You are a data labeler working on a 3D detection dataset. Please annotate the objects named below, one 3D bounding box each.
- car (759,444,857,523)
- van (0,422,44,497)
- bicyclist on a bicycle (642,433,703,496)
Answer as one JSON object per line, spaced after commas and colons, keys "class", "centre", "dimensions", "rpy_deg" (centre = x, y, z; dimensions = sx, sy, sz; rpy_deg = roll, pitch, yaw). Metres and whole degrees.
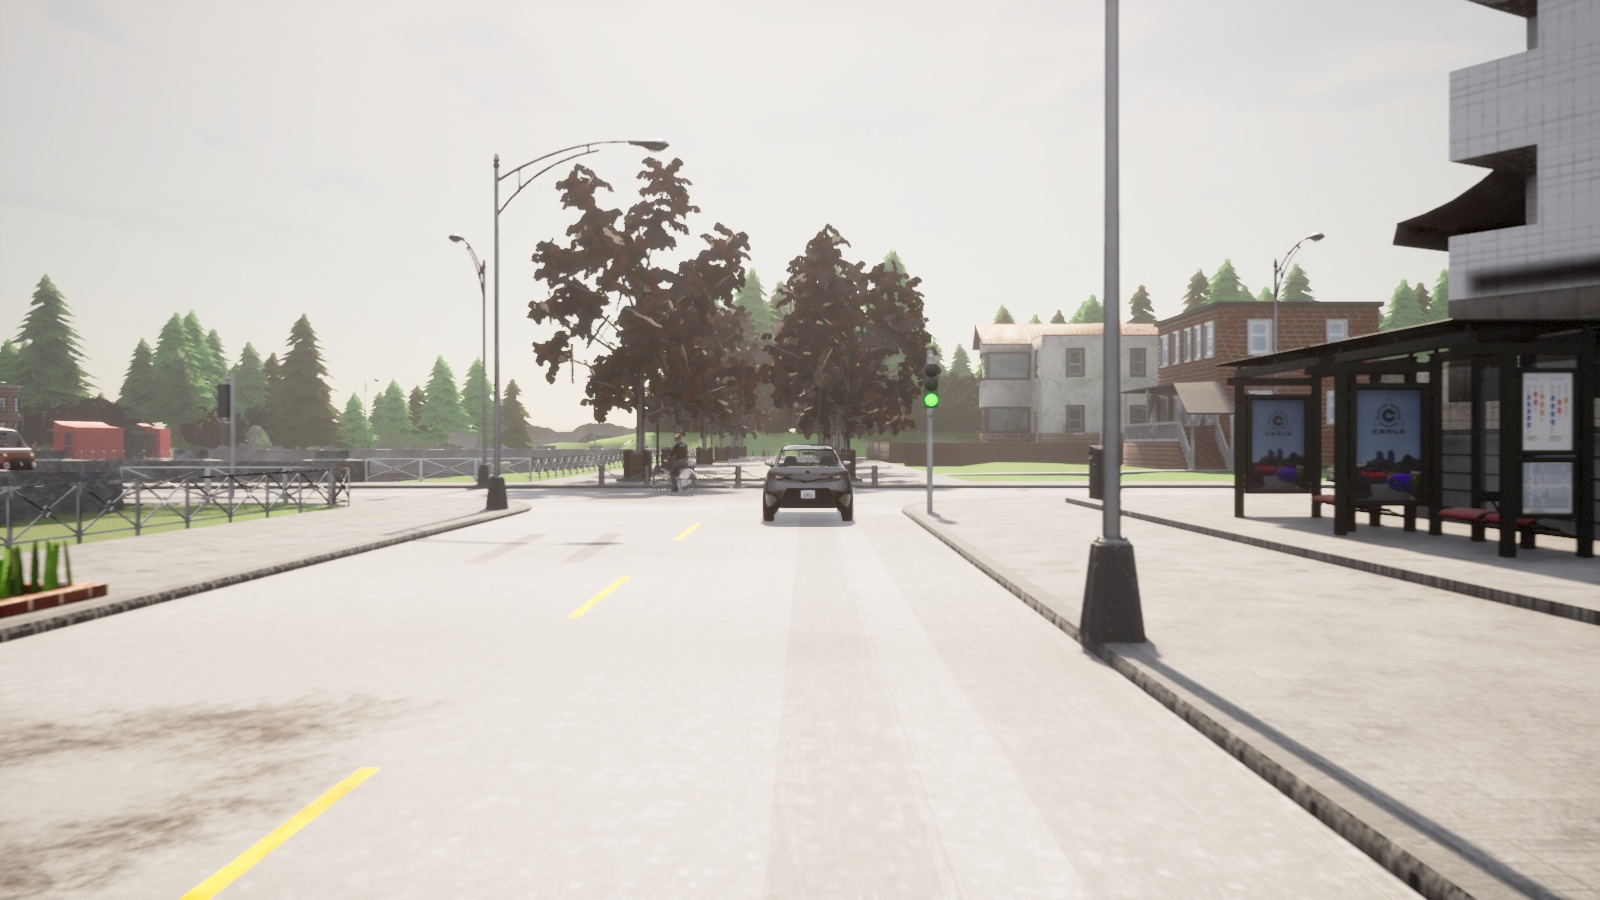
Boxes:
{"class": "car", "centre": [0.162, 0.617, 25.479], "dimensions": [1.816, 1.474, 4.193], "rpy_deg": [0, 0, 0]}
{"class": "van", "centre": [-23.970, 0.253, 35.066], "dimensions": [4.480, 2.038, 2.069], "rpy_deg": [0, 0, 0]}
{"class": "bicyclist on a bicycle", "centre": [-3.731, 0.407, 36.710], "dimensions": [1.843, 1.776, 0.659], "rpy_deg": [1, 2, 41]}
